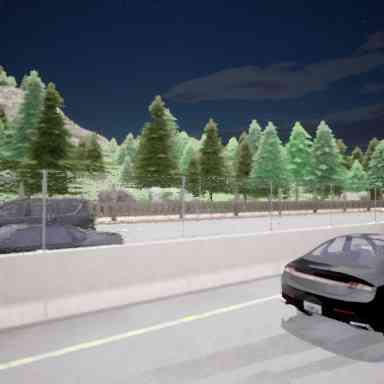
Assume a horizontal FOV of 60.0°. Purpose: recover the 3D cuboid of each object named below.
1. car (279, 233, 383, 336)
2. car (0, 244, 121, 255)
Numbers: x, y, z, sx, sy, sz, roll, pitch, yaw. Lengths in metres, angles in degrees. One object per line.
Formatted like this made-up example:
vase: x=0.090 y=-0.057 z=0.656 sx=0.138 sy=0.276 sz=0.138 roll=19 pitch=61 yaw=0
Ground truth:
car: x=3.808 y=1.566 z=6.465 sx=4.902 sy=1.511 sz=2.128 roll=1 pitch=0 yaw=-35
car: x=-4.560 y=1.564 z=9.340 sx=5.357 sy=1.411 sz=2.033 roll=1 pitch=0 yaw=-36
